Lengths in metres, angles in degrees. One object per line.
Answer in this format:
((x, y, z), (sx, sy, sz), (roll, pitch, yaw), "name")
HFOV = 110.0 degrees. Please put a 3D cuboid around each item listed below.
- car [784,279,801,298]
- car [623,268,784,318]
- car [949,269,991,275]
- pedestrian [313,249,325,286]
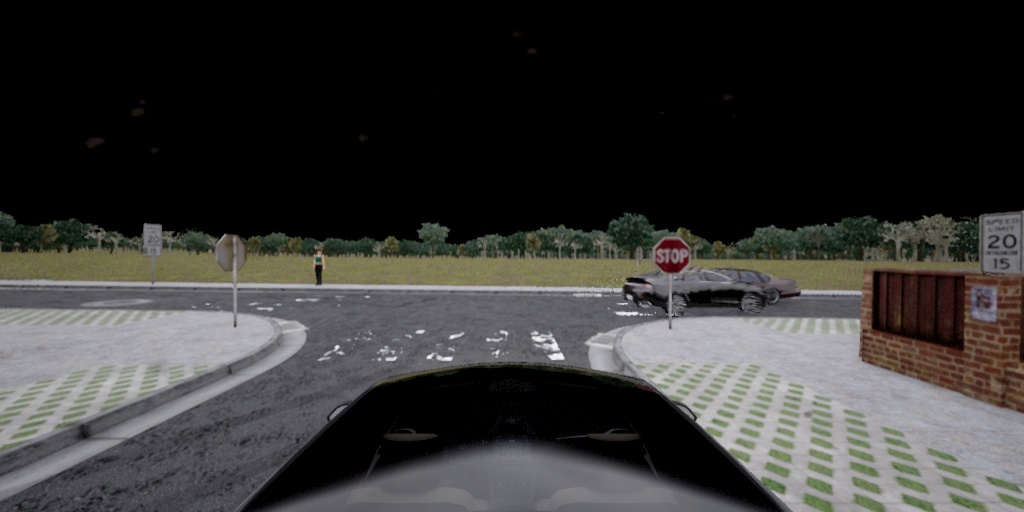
((9.054, 1.226, 15.200), (5.357, 1.411, 2.033), (1, 0, 0), "car")
((6.237, 1.159, 12.281), (4.902, 1.511, 2.128), (1, 0, -13), "car")
((19.432, 1.291, 15.254), (4.902, 1.511, 2.128), (1, 0, 0), "car")
((-9.690, 0.562, 17.994), (0.375, 1.860, 0.375), (0, 0, 0), "pedestrian")
